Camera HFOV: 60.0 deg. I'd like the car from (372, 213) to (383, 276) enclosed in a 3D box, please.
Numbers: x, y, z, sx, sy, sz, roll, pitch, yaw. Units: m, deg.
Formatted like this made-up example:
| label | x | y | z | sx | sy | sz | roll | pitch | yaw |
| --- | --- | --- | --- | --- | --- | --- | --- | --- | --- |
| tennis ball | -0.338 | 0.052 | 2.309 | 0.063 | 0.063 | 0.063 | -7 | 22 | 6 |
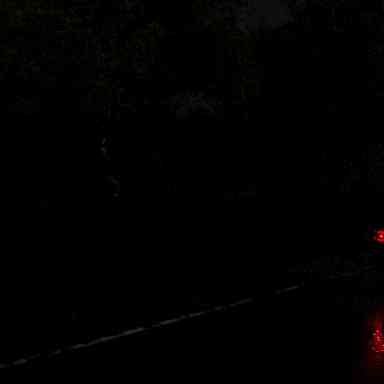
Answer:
| label | x | y | z | sx | sy | sz | roll | pitch | yaw |
| --- | --- | --- | --- | --- | --- | --- | --- | --- | --- |
| car | 6.918 | 1.179 | 8.683 | 5.566 | 2.045 | 2.150 | -1 | 0 | -35 |
